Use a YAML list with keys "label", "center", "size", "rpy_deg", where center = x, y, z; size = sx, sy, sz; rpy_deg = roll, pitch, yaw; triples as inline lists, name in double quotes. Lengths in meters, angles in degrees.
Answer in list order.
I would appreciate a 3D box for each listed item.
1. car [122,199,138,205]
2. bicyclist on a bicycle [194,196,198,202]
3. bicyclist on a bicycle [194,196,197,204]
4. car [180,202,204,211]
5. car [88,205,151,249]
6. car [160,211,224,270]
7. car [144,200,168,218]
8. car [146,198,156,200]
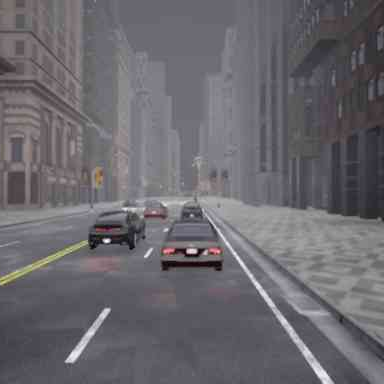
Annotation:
- label: "car"
  center: [-9.937, 1.847, 53.790]
  size: [1.994, 1.385, 4.181]
  rpy_deg: [0, 0, 0]
- label: "bicyclist on a bicycle"
  center: [0.752, 1.694, 62.465]
  size: [0.659, 1.776, 1.843]
  rpy_deg: [0, 0, 0]
- label: "bicyclist on a bicycle"
  center: [0.732, 1.737, 71.466]
  size: [0.659, 1.776, 1.843]
  rpy_deg: [0, 0, 0]
- label: "car"
  center: [0.003, 1.667, 30.047]
  size: [1.837, 1.490, 4.892]
  rpy_deg: [0, 0, 0]
- label: "car"
  center: [-3.214, 1.586, 14.999]
  size: [1.837, 1.490, 4.892]
  rpy_deg: [0, 0, 0]
- label: "car"
  center: [0.016, 1.607, 11.184]
  size: [2.033, 1.411, 5.357]
  rpy_deg: [0, 0, 0]
- label: "car"
  center: [-3.247, 1.727, 30.489]
  size: [1.994, 1.385, 4.181]
  rpy_deg: [0, 0, 0]
- label: "car"
  center: [-6.689, 1.777, 54.199]
  size: [2.128, 1.511, 4.902]
  rpy_deg: [0, 0, 0]
